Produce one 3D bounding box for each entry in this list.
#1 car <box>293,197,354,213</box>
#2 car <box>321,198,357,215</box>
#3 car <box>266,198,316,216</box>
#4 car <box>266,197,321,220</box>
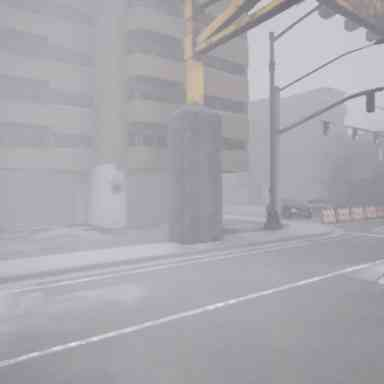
[{"bbox_3d":[11.144,1.064,28.251,4.536,1.218,1.853,0,0,34],"label":"car"},{"bbox_3d":[11.188,1.221,28.223,4.974,1.542,2.038,0,0,34],"label":"car"},{"bbox_3d":[7.608,1.101,26.114,1.853,1.218,4.536,0,0,-11],"label":"car"},{"bbox_3d":[7.619,1.259,26.064,2.038,1.542,4.974,0,0,-11],"label":"car"}]
